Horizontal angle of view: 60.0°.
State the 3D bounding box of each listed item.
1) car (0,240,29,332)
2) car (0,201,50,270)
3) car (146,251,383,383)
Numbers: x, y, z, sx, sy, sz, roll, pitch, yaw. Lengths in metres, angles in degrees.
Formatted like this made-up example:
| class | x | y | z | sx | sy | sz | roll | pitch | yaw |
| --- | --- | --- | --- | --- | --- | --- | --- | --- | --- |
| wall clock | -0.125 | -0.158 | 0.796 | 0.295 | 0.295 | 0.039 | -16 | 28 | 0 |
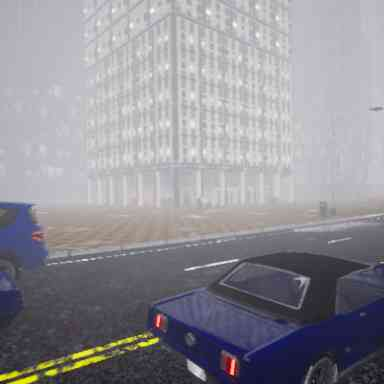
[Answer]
| class | x | y | z | sx | sy | sz | roll | pitch | yaw |
| --- | --- | --- | --- | --- | --- | --- | --- | --- | --- |
| car | -4.883 | 1.649 | 4.226 | 4.718 | 1.301 | 1.895 | -1 | 0 | -35 |
| car | -6.149 | 1.271 | 7.310 | 5.566 | 2.045 | 2.150 | -1 | 0 | -35 |
| car | 1.843 | 1.558 | 4.814 | 4.718 | 1.301 | 1.895 | -1 | 0 | -36 |
